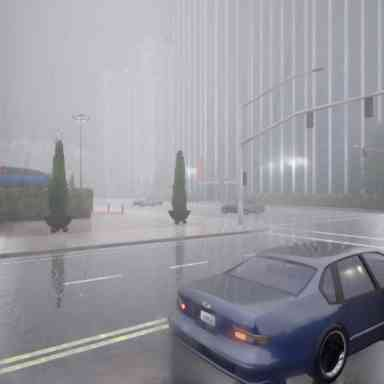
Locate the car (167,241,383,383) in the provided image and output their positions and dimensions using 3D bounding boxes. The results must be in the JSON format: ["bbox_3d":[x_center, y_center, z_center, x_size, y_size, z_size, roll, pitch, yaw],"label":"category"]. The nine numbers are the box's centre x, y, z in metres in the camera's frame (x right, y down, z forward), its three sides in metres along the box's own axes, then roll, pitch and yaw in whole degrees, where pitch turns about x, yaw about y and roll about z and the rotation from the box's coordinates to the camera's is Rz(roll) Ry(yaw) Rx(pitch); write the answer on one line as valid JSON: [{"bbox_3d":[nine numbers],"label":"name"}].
[{"bbox_3d":[2.243,1.547,5.402,5.357,1.411,2.033,0,0,-35],"label":"car"}]

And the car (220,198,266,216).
[{"bbox_3d":[4.687,1.522,32.371,1.812,1.442,4.674,0,0,-36],"label":"car"}]

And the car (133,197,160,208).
[{"bbox_3d":[-7.062,1.522,48.613,1.812,1.442,4.674,0,0,-36],"label":"car"}]

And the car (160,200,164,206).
[{"bbox_3d":[-6.633,1.544,53.991,2.033,1.411,5.357,0,0,-36],"label":"car"}]

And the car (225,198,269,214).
[{"bbox_3d":[5.920,1.501,36.634,1.837,1.490,4.892,0,0,-36],"label":"car"}]
